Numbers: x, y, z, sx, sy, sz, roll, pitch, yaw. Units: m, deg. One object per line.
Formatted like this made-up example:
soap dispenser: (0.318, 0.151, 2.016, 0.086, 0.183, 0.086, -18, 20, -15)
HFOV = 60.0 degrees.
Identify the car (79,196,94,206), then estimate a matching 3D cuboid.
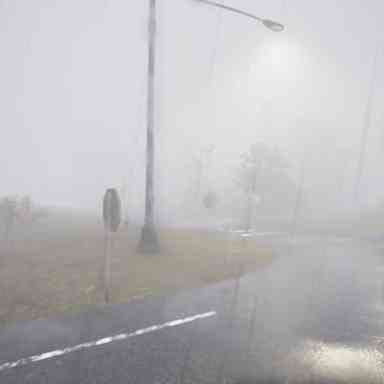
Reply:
car: (-18.616, 1.491, 59.240, 2.097, 1.767, 4.553, 1, -1, -34)

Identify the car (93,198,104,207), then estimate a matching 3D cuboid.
car: (-12.904, 1.645, 50.724, 2.128, 1.511, 4.902, 1, -1, -33)
